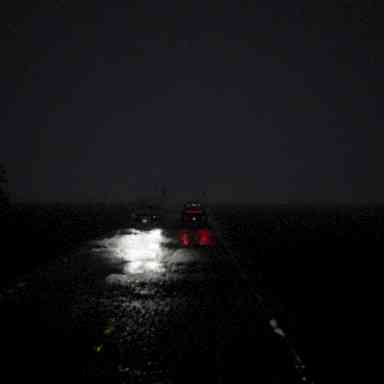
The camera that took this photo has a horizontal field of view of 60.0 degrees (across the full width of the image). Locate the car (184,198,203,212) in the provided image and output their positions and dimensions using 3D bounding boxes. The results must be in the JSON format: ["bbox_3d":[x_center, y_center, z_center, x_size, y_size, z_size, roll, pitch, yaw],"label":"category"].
[{"bbox_3d":[0.187,1.493,39.184,2.033,1.411,5.357,0,0,0],"label":"car"}]

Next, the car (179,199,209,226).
[{"bbox_3d":[0.148,1.453,23.084,2.128,1.511,4.902,0,0,0],"label":"car"}]

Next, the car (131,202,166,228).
[{"bbox_3d":[-2.800,1.453,22.163,2.128,1.511,4.902,0,0,0],"label":"car"}]
